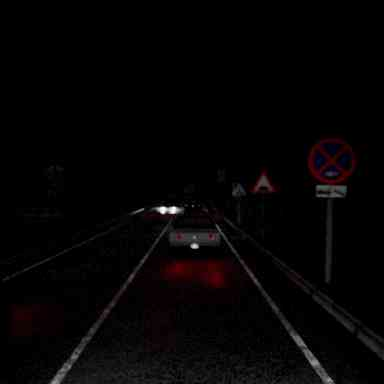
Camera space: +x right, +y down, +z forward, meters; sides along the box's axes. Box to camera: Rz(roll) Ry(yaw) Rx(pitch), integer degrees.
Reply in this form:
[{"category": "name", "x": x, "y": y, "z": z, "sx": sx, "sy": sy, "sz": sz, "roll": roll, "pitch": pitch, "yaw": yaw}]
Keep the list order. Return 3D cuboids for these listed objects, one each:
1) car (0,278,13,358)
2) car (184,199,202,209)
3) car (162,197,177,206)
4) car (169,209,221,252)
[{"category": "car", "x": -3.350, "y": 1.518, "z": 2.594, "sx": 1.837, "sy": 1.490, "sz": 4.892, "roll": 0, "pitch": 0, "yaw": 0}, {"category": "car", "x": 0.107, "y": 1.445, "z": 36.022, "sx": 2.033, "sy": 1.411, "sz": 5.357, "roll": 0, "pitch": 1, "yaw": 0}, {"category": "car", "x": -3.240, "y": 1.386, "z": 48.315, "sx": 1.895, "sy": 1.301, "sz": 4.718, "roll": 0, "pitch": 1, "yaw": 0}, {"category": "car", "x": 0.101, "y": 1.635, "z": 14.070, "sx": 1.895, "sy": 1.301, "sz": 4.718, "roll": 0, "pitch": 0, "yaw": 0}]
